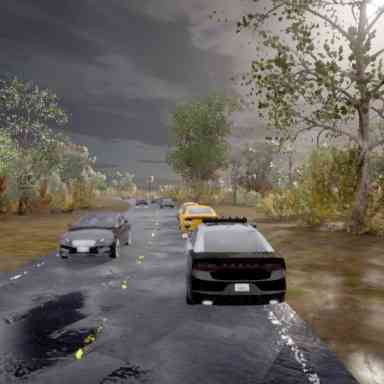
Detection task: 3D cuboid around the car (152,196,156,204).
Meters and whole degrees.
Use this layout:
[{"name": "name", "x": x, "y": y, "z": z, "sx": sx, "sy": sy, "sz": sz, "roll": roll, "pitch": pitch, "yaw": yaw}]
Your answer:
[{"name": "car", "x": -6.803, "y": 1.516, "z": 63.510, "sx": 1.812, "sy": 1.442, "sz": 4.674, "roll": 0, "pitch": 0, "yaw": -12}]

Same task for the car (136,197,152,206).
[{"name": "car", "x": -8.011, "y": 1.542, "z": 53.255, "sx": 2.033, "sy": 1.411, "sz": 5.357, "roll": 0, "pitch": 0, "yaw": -10}]

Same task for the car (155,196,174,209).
[{"name": "car", "x": -3.567, "y": 1.541, "z": 46.150, "sx": 2.033, "sy": 1.411, "sz": 5.357, "roll": 0, "pitch": 0, "yaw": -9}]

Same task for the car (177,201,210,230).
[{"name": "car", "x": 0.317, "y": 1.476, "z": 18.210, "sx": 1.882, "sy": 1.535, "sz": 5.008, "roll": 0, "pitch": 0, "yaw": -4}]

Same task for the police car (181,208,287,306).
[{"name": "police car", "x": 0.776, "y": 1.424, "z": 8.251, "sx": 1.930, "sy": 1.638, "sz": 5.238, "roll": 0, "pitch": 0, "yaw": -2}]

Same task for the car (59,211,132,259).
[{"name": "car", "x": -3.443, "y": 1.490, "z": 12.616, "sx": 2.128, "sy": 1.511, "sz": 4.902, "roll": 0, "pitch": 0, "yaw": -3}]

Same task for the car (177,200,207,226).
[{"name": "car", "x": -0.135, "y": 1.452, "z": 24.431, "sx": 1.801, "sy": 1.575, "sz": 5.366, "roll": 0, "pitch": 0, "yaw": -5}]
